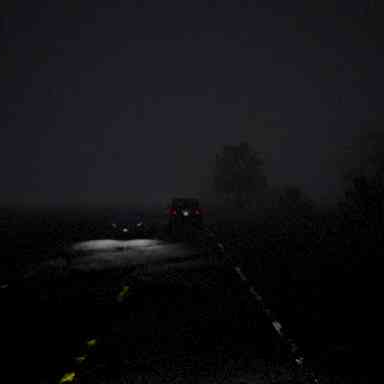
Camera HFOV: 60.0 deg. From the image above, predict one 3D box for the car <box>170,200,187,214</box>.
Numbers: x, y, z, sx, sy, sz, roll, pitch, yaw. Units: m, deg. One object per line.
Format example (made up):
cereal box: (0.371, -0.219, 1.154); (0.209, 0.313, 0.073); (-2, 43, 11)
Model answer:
car: (-1.739, 1.808, 41.138); (1.837, 1.490, 4.892); (0, -1, -5)

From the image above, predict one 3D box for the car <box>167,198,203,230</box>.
car: (-0.483, 1.387, 22.401); (2.150, 2.045, 5.566); (0, 0, -3)

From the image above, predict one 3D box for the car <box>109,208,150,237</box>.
car: (-3.453, 1.668, 19.050); (1.812, 1.442, 4.674); (0, 0, -3)
